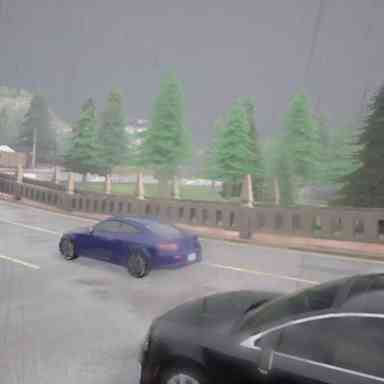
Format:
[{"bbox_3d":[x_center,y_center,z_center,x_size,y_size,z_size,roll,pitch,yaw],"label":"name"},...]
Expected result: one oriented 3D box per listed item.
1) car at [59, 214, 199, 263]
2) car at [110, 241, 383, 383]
[{"bbox_3d":[-1.873,1.377,9.626,4.674,1.442,1.812,2,1,35],"label":"car"},{"bbox_3d":[1.684,1.503,2.790,4.892,1.490,1.837,0,0,35],"label":"car"}]
